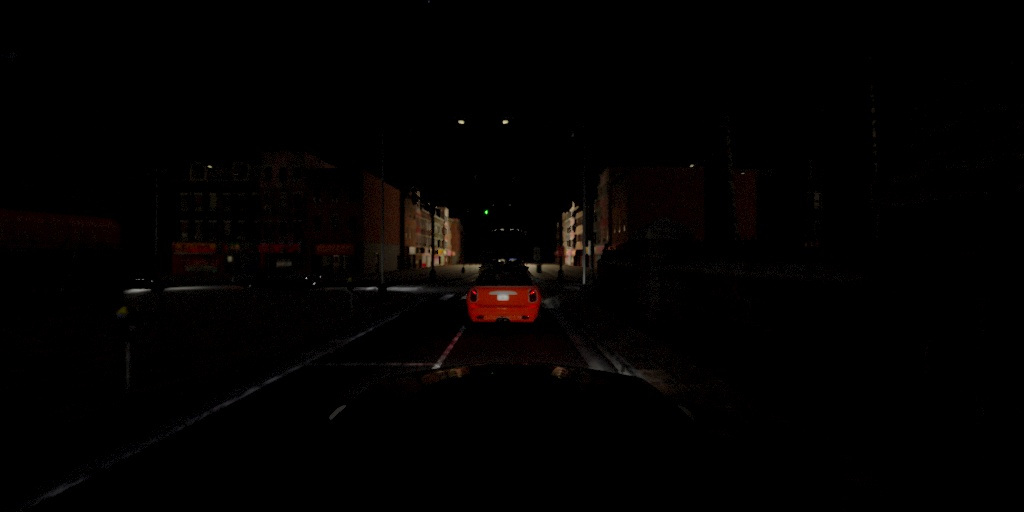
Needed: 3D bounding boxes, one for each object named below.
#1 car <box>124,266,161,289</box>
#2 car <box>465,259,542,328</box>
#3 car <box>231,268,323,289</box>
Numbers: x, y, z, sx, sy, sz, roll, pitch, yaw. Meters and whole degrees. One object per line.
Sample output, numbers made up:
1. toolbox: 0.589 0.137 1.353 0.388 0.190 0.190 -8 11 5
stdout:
1. car: -24.554 1.311 22.137 4.892 1.490 1.837 0 0 0
2. car: -0.165 1.114 11.576 2.097 1.767 4.553 0 0 2
3. car: -14.314 1.395 22.098 4.718 1.301 1.895 0 0 3
